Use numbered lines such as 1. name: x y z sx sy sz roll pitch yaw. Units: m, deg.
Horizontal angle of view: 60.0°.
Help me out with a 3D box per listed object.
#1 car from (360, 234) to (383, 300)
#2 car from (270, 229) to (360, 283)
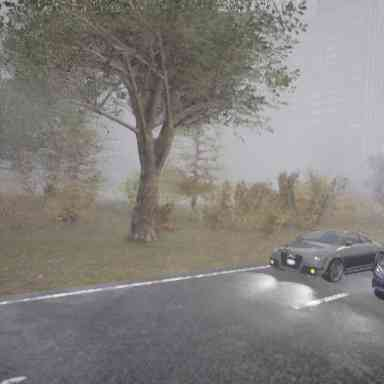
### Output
1. car: 6.305 1.857 8.168 4.674 1.442 1.812 5 -6 -35
2. car: 4.517 1.923 10.874 4.181 1.385 1.994 3 -1 -35
